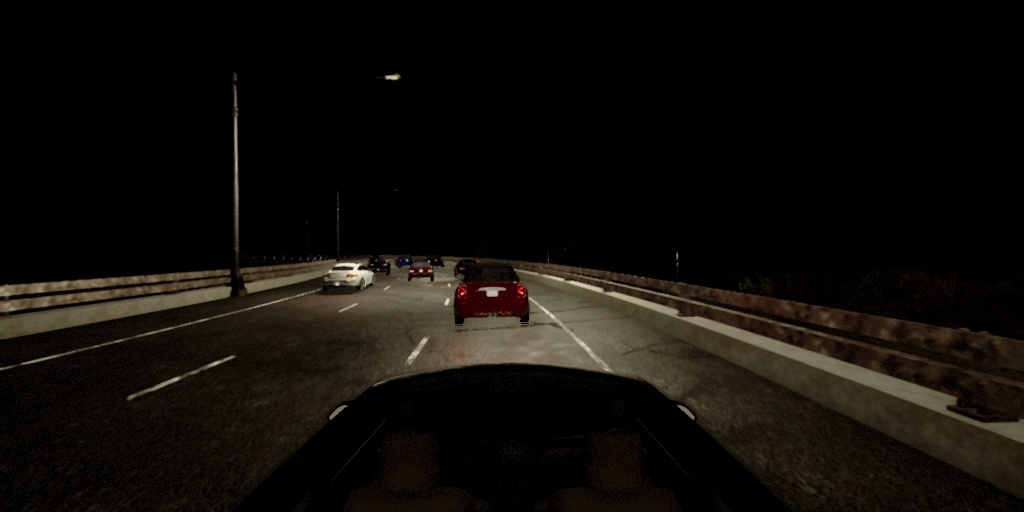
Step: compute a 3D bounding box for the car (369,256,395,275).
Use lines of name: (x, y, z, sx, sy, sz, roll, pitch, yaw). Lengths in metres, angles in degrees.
car: (-12.222, 0.935, 33.149, 2.128, 1.511, 4.902, 0, 1, -17)

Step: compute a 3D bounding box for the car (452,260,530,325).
car: (-0.731, 0.997, 11.647, 2.097, 1.767, 4.553, 0, 1, -6)

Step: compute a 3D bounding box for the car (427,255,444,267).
car: (-10.770, 0.626, 48.545, 2.097, 1.767, 4.553, -1, 1, -25)

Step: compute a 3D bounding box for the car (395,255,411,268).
car: (-14.519, 0.638, 48.271, 2.097, 1.767, 4.553, 0, 1, -26)

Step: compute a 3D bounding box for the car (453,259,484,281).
car: (-3.482, 1.001, 28.043, 1.812, 1.442, 4.674, 0, 1, -14)

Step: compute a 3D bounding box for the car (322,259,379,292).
car: (-8.907, 1.103, 19.772, 1.812, 1.442, 4.674, 0, 1, -10)

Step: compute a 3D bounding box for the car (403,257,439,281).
car: (-6.778, 1.044, 26.873, 2.033, 1.411, 5.357, 0, 1, -13)
